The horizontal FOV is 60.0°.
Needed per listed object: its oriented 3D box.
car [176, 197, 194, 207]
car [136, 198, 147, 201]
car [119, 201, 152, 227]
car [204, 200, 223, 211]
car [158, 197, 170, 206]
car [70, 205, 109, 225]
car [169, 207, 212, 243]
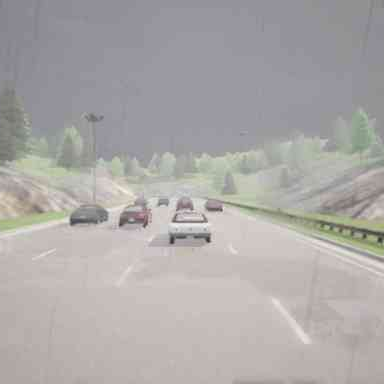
[{"bbox_3d":[-0.896,1.416,42.224,2.097,1.767,4.553,0,0,-2],"label":"car"},{"bbox_3d":[-8.243,1.656,54.036,1.994,1.385,4.181,0,0,-2],"label":"car"},{"bbox_3d":[-3.822,1.565,22.952,1.812,1.442,4.674,0,0,-2],"label":"car"},{"bbox_3d":[2.630,1.622,41.301,1.994,1.385,4.181,0,0,-2],"label":"car"},{"bbox_3d":[-4.841,1.584,57.400,2.128,1.511,4.902,0,0,-2],"label":"car"},{"bbox_3d":[-7.374,1.611,24.264,1.994,1.385,4.181,0,0,-2],"label":"car"},{"bbox_3d":[-0.132,1.625,16.292,1.895,1.301,4.718,0,0,-2],"label":"car"}]
